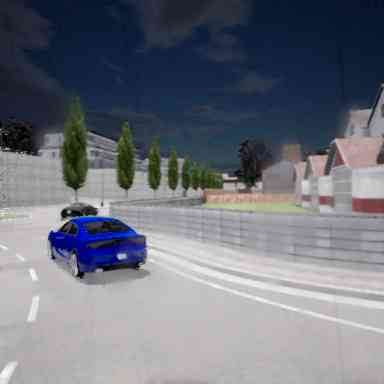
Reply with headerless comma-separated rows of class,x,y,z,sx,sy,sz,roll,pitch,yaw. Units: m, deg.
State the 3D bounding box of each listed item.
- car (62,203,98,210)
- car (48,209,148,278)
car,-10.296,1.692,30.799,1.994,1.385,4.181,-1,0,10
car,-3.172,1.517,10.529,1.882,1.535,5.008,-1,0,-35
